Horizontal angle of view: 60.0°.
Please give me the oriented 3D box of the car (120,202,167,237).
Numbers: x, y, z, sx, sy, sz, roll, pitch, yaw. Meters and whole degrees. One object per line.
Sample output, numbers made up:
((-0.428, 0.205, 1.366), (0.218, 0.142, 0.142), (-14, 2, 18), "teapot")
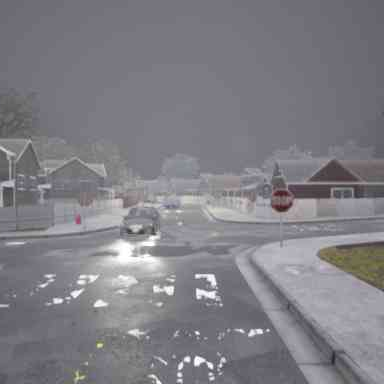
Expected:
((-2.779, 1.578, 18.726), (2.128, 1.511, 4.902), (0, 1, 0), "car")

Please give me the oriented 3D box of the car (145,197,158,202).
((-8.554, 1.718, 69.387), (1.812, 1.442, 4.674), (0, -1, -23), "car")

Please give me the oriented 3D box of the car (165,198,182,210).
((-2.517, 1.594, 44.873), (1.882, 1.535, 5.008), (0, 1, 4), "car")
